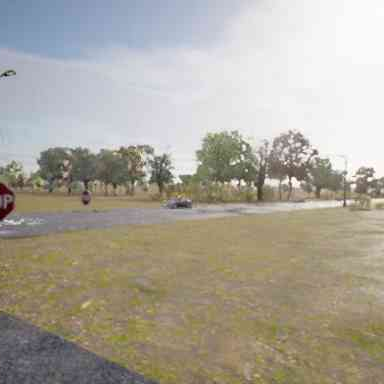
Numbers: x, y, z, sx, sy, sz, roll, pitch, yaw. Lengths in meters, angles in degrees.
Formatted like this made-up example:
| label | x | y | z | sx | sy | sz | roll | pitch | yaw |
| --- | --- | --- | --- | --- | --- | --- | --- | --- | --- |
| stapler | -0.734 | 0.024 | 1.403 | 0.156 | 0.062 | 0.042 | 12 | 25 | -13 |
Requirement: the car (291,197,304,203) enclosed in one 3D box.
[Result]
| label | x | y | z | sx | sy | sz | roll | pitch | yaw |
| --- | --- | --- | --- | --- | --- | --- | --- | --- | --- |
| car | 25.914 | 2.033 | 81.423 | 2.033 | 1.411 | 5.357 | 2 | 1 | 36 |

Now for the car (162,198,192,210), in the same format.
| label | x | y | z | sx | sy | sz | roll | pitch | yaw |
| --- | --- | --- | --- | --- | --- | --- | --- | --- | --- |
| car | -1.896 | 1.480 | 42.965 | 2.128 | 1.511 | 4.902 | 2 | 1 | 36 |
